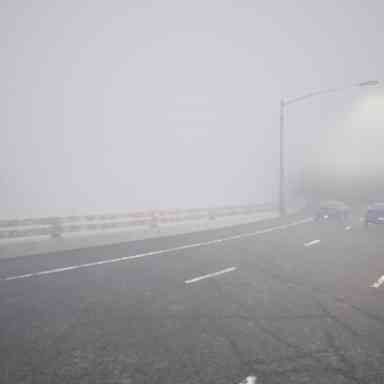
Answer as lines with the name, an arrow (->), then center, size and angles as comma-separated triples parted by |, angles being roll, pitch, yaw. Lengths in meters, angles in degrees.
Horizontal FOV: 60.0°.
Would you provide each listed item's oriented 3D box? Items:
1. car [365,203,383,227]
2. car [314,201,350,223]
car -> 12.621, 1.435, 21.805 | 1.882, 1.535, 5.008 | 0, 0, 34
car -> 10.583, 1.447, 25.100 | 1.837, 1.490, 4.892 | 1, 0, 32
